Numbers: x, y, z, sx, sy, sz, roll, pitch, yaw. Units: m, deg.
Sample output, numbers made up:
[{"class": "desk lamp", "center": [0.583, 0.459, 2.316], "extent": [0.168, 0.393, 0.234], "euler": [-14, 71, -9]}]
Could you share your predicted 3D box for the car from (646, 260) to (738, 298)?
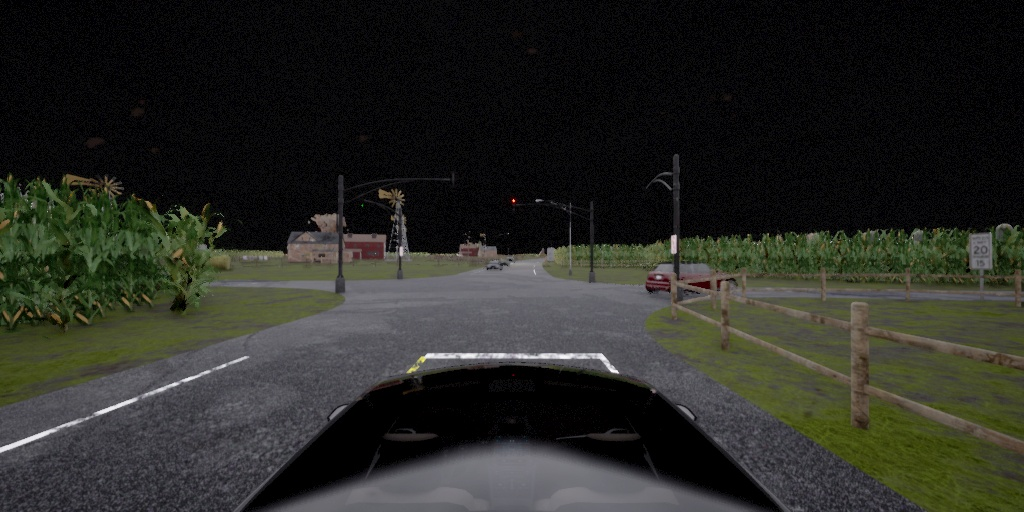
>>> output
[{"class": "car", "center": [9.153, 1.076, 18.217], "extent": [4.553, 1.767, 2.097], "euler": [0, 0, -21]}]

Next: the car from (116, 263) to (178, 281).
[{"class": "car", "center": [-26.483, 1.184, 25.792], "extent": [4.902, 1.511, 2.128], "euler": [0, -1, 10]}]

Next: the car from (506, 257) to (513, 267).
[{"class": "car", "center": [-1.475, 1.311, 62.825], "extent": [1.895, 1.301, 4.718], "euler": [0, 0, 4]}]

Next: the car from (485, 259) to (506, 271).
[{"class": "car", "center": [-2.360, 1.291, 48.059], "extent": [1.994, 1.385, 4.181], "euler": [0, 0, 3]}]
